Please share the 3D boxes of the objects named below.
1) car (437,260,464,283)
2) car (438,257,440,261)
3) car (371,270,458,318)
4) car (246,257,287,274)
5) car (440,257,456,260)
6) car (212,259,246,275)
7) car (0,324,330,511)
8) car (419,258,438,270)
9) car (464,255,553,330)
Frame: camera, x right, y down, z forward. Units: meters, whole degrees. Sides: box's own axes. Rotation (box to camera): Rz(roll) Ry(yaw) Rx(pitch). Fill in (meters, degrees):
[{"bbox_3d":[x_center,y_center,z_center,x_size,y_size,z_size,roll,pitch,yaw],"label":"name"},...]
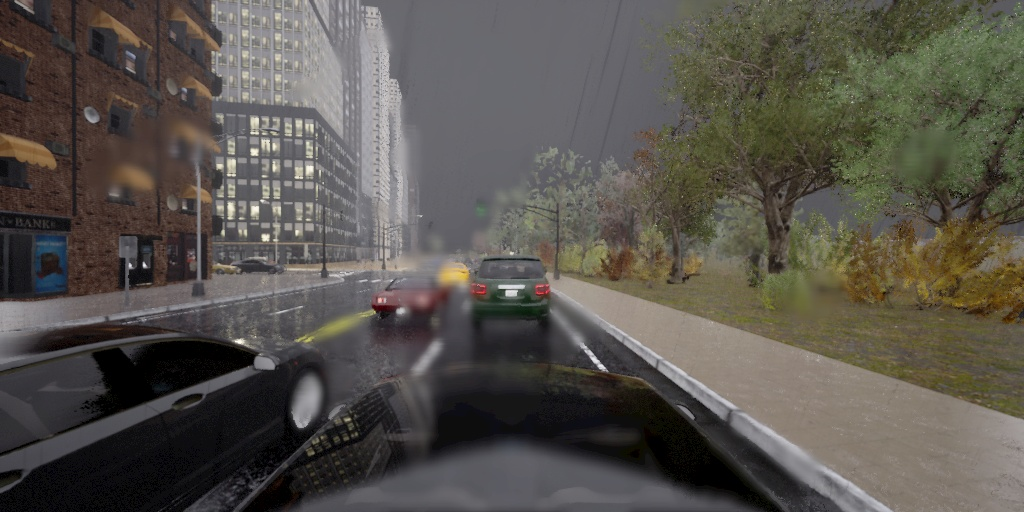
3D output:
[{"bbox_3d":[-4.035,1.241,25.592,1.882,1.535,5.008,0,0,-8],"label":"car"},{"bbox_3d":[-13.660,1.241,62.487,1.882,1.535,5.008,0,0,-7],"label":"car"},{"bbox_3d":[-3.315,1.359,12.935,1.895,1.301,4.718,0,0,-1],"label":"car"},{"bbox_3d":[-24.377,1.002,34.506,4.674,1.442,1.812,1,0,-9],"label":"car"},{"bbox_3d":[-9.544,1.313,55.115,2.033,1.411,5.357,0,0,-6],"label":"car"},{"bbox_3d":[-26.660,0.966,31.338,4.829,1.417,1.751,0,0,-11],"label":"car"},{"bbox_3d":[-3.180,1.256,2.518,1.837,1.490,4.892,0,0,0],"label":"car"},{"bbox_3d":[-12.661,1.331,53.625,1.994,1.385,4.181,0,0,-6],"label":"car"},{"bbox_3d":[-0.038,0.979,11.291,2.150,2.045,5.566,0,0,-1],"label":"car"}]
